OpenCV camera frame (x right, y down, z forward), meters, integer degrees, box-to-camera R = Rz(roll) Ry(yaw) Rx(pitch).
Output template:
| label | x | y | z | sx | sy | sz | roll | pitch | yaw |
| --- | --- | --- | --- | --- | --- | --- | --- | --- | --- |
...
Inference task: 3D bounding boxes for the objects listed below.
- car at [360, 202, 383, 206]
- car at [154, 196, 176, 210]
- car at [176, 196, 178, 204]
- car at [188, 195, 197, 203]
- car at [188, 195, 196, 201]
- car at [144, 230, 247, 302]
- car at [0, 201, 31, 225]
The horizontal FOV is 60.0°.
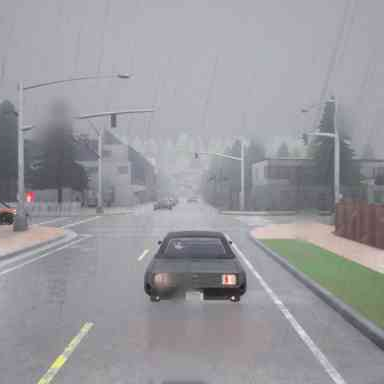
| label | x | y | z | sx | sy | sz | roll | pitch | yaw |
| --- | --- | --- | --- | --- | --- | --- | --- | --- | --- |
| car | 15.323 | 1.582 | 29.261 | 4.718 | 1.301 | 1.895 | 0 | 0 | -8 |
| car | -3.564 | 1.352 | 41.994 | 2.097 | 1.767 | 4.553 | 0 | 0 | 0 |
| car | -3.551 | 1.525 | 52.229 | 1.812 | 1.442 | 4.674 | 0 | 0 | 0 |
| car | 0.061 | 1.595 | 71.439 | 1.895 | 1.301 | 4.718 | 0 | 0 | 0 |
| car | 0.067 | 1.477 | 81.475 | 1.882 | 1.535 | 5.008 | 0 | 0 | 0 |
| car | 0.075 | 1.601 | 8.208 | 1.895 | 1.301 | 4.718 | 0 | 0 | 0 |
| car | -13.952 | 1.367 | 23.517 | 4.553 | 1.767 | 2.097 | 0 | 0 | -2 |
